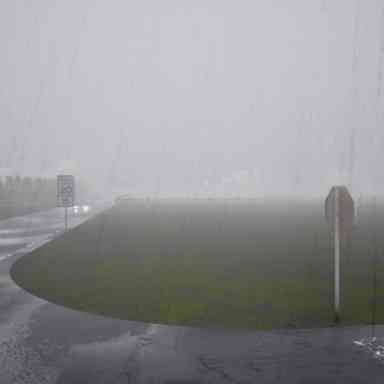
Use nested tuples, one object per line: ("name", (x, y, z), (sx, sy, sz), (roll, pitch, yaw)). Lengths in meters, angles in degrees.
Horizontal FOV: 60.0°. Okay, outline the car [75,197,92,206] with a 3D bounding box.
("car", (-16.407, 1.337, 50.373), (1.895, 1.301, 4.718), (0, 0, -9))
